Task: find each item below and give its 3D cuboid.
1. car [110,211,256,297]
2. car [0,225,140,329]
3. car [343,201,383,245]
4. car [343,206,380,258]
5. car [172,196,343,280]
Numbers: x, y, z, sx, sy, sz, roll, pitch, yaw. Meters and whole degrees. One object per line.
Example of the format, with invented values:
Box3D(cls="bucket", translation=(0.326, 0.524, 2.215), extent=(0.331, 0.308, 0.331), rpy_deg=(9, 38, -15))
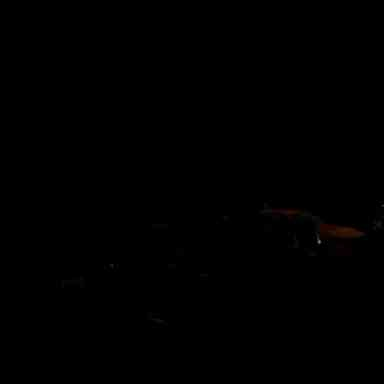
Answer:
Box3D(cls="car", translation=(-0.964, 1.452, 8.766), extent=(2.231, 1.521, 4.892), rpy_deg=(-1, 0, -35))
Box3D(cls="car", translation=(-3.240, 1.504, 7.171), extent=(2.163, 1.488, 4.792), rpy_deg=(0, 0, -35))
Box3D(cls="car", translation=(5.863, 1.197, 13.590), extent=(2.185, 1.767, 4.553), rpy_deg=(-1, 1, -35))
Box3D(cls="car", translation=(3.581, 1.375, 12.007), extent=(2.097, 1.535, 5.008), rpy_deg=(-1, 1, -35))
Box3D(cls="car", translation=(1.324, 1.166, 10.355), extent=(2.435, 2.045, 5.566), rpy_deg=(-1, 1, -35))
